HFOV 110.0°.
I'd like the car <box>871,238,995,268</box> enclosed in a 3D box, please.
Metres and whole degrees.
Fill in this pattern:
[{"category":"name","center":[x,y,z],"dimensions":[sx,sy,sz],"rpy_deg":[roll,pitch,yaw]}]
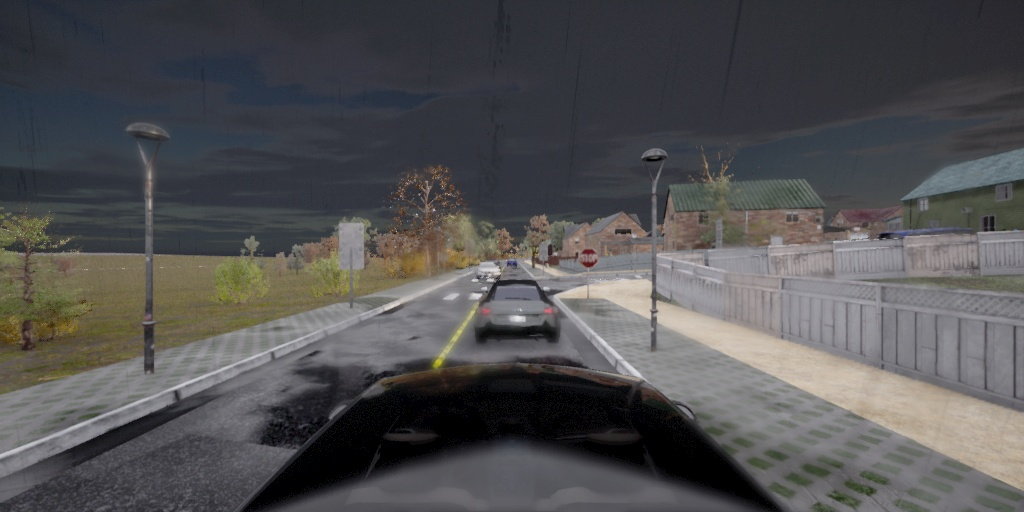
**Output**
[{"category":"car","center":[23.923,-0.146,20.590],"dimensions":[4.181,1.385,1.994],"rpy_deg":[-3,0,15]}]

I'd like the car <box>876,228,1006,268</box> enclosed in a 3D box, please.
[{"category":"car","center":[21.849,-0.388,18.106],"dimensions":[5.566,2.045,2.150],"rpy_deg":[-3,0,15]}]

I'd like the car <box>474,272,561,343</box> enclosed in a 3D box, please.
[{"category":"car","center":[0.100,1.310,9.629],"dimensions":[1.994,1.385,4.181],"rpy_deg":[0,0,-1]}]

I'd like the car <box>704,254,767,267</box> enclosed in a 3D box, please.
[{"category":"car","center":[14.293,0.393,23.066],"dimensions":[5.357,1.411,2.033],"rpy_deg":[-3,0,14]}]

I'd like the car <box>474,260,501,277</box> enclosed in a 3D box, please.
[{"category":"car","center":[-2.176,1.265,31.142],"dimensions":[1.812,1.442,4.674],"rpy_deg":[0,0,-9]}]
